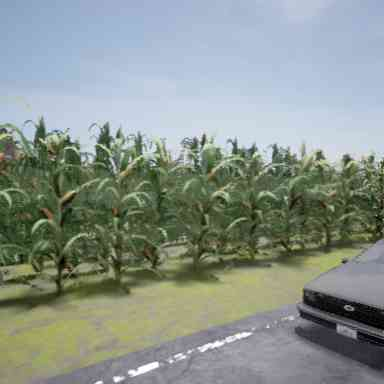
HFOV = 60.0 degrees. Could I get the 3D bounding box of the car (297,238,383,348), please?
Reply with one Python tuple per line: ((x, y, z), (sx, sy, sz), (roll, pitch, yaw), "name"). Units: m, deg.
((4.292, 1.522, 6.130), (5.357, 1.411, 2.033), (0, 0, -35), "car")
